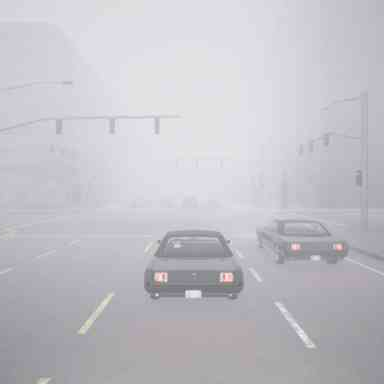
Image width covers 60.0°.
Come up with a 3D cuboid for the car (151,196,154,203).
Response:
[{"bbox_3d":[-7.426,1.521,60.737,1.812,1.442,4.674,0,0,1],"label":"car"}]

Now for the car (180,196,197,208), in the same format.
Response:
[{"bbox_3d":[-0.321,1.349,48.610,2.097,1.767,4.553,0,0,0],"label":"car"}]

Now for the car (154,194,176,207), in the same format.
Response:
[{"bbox_3d":[-4.006,1.488,50.457,2.128,1.511,4.902,0,0,0],"label":"car"}]

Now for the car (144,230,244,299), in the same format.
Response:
[{"bbox_3d":[0.044,1.600,8.369,1.895,1.301,4.718,0,0,0],"label":"car"}]

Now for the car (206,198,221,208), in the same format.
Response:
[{"bbox_3d":[3.179,1.561,49.510,1.994,1.385,4.181,0,0,0],"label":"car"}]

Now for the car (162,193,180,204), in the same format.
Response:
[{"bbox_3d":[-3.884,1.213,63.275,2.150,2.045,5.566,0,1,1],"label":"car"}]

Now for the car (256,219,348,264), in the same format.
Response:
[{"bbox_3d":[3.551,1.600,11.754,1.895,1.301,4.718,0,0,0],"label":"car"}]

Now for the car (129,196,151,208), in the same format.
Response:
[{"bbox_3d":[-7.500,1.350,46.659,2.097,1.767,4.553,0,0,0],"label":"car"}]

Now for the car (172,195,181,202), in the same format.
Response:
[{"bbox_3d":[-3.684,1.529,78.397,1.994,1.385,4.181,0,0,1],"label":"car"}]
